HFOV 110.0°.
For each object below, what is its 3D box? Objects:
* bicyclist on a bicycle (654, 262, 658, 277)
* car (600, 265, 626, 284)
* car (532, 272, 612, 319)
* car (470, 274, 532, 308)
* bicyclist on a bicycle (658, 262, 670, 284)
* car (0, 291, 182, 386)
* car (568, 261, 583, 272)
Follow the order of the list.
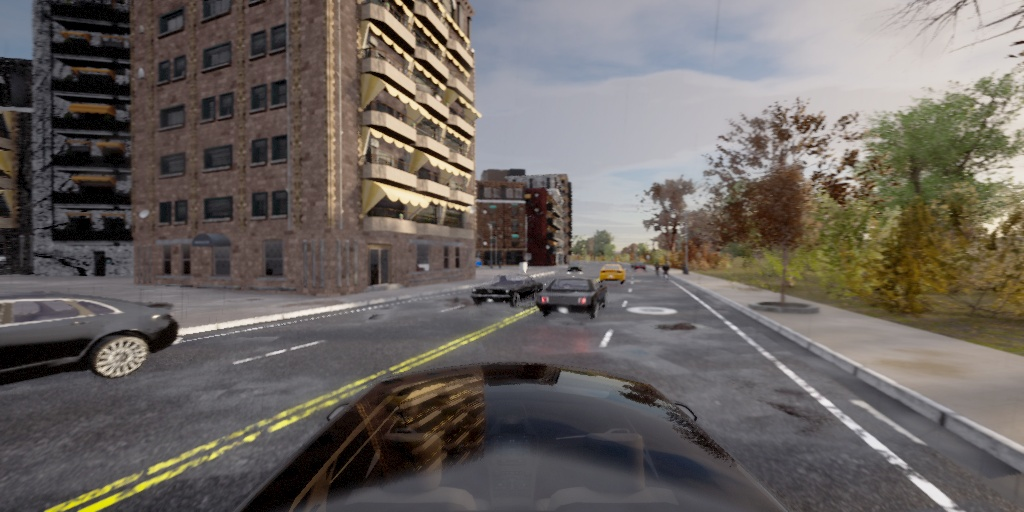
[{"bbox_3d":[15.558,1.485,38.446,0.582,1.620,1.656,-1,-1,18],"label":"bicyclist on a bicycle"},{"bbox_3d":[8.604,1.471,30.546,1.882,1.535,5.008,0,-1,19],"label":"car"},{"bbox_3d":[2.437,1.456,13.494,1.895,1.301,4.718,-1,-1,21],"label":"car"},{"bbox_3d":[-0.119,1.500,16.460,1.895,1.301,4.718,-1,-1,21],"label":"car"},{"bbox_3d":[11.993,1.319,27.977,0.659,1.776,1.843,-1,0,19],"label":"bicyclist on a bicycle"},{"bbox_3d":[-7.973,1.317,5.124,2.128,1.511,4.902,0,-1,22],"label":"car"},{"bbox_3d":[9.847,1.588,55.494,2.097,1.767,4.553,0,-1,14],"label":"car"}]
